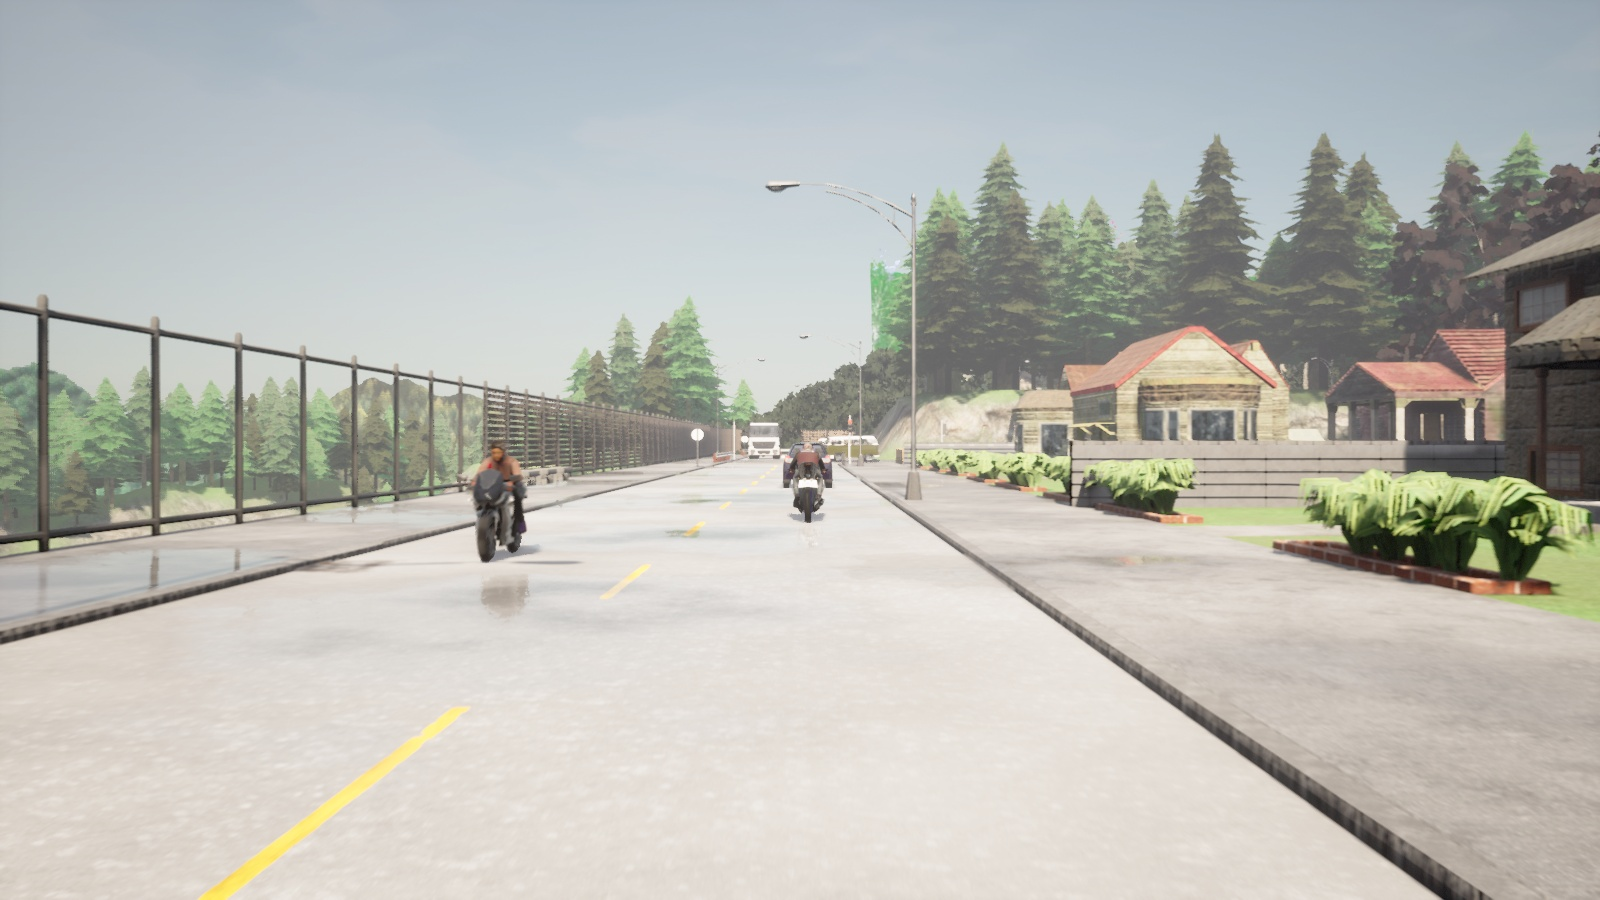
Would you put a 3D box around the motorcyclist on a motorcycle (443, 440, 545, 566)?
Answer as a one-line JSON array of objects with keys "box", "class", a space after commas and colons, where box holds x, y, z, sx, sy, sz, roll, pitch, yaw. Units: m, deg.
[{"box": [-3.893, 0.634, 16.143, 0.797, 1.523, 2.044, 0, 0, 0], "class": "motorcyclist on a motorcycle"}]

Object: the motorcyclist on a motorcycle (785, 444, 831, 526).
[{"box": [0.155, 0.643, 24.547, 0.866, 1.530, 2.191, 0, 0, 0], "class": "motorcyclist on a motorcycle"}]

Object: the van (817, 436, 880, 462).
[{"box": [3.763, -0.074, 97.046, 4.480, 2.038, 2.069, 0, 0, -13], "class": "van"}]

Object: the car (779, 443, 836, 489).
[{"box": [0.259, 0.519, 42.846, 1.845, 1.501, 3.633, 0, 0, 0], "class": "car"}]
